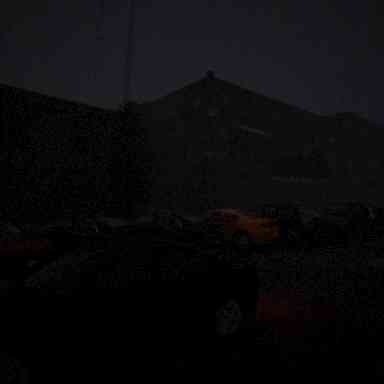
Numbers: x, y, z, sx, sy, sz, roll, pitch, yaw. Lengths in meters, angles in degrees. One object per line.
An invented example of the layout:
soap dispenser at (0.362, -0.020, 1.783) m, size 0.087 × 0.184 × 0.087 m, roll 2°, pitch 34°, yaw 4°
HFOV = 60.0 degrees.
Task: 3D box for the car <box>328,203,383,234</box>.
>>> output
car at (8.434, 1.405, 19.647) m, size 4.553 × 1.767 × 2.185 m, roll -1°, pitch -1°, yaw 34°

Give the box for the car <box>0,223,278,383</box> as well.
car at (-1.155, 1.482, 4.987) m, size 5.008 × 1.535 × 1.882 m, roll 0°, pitch 0°, yaw -36°

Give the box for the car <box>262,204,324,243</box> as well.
car at (3.669, 1.375, 16.226) m, size 4.553 × 1.767 × 2.185 m, roll -1°, pitch -1°, yaw 34°

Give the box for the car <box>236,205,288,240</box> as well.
car at (1.268, 1.492, 14.526) m, size 5.008 × 1.535 × 2.097 m, roll -1°, pitch -1°, yaw 34°

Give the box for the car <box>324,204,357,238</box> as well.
car at (6.031, 1.553, 17.964) m, size 4.674 × 1.452 × 2.002 m, roll -1°, pitch -1°, yaw 34°

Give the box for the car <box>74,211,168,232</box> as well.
car at (-3.492, 1.481, 11.091) m, size 4.892 × 1.521 × 2.231 m, roll -1°, pitch -1°, yaw 34°

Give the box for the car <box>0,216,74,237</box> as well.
car at (-5.877, 1.474, 9.381) m, size 5.008 × 1.535 × 2.097 m, roll -1°, pitch -1°, yaw 34°

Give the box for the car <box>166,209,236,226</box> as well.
car at (-1.113, 1.487, 12.806) m, size 4.892 × 1.521 × 2.231 m, roll -1°, pitch -1°, yaw 34°
